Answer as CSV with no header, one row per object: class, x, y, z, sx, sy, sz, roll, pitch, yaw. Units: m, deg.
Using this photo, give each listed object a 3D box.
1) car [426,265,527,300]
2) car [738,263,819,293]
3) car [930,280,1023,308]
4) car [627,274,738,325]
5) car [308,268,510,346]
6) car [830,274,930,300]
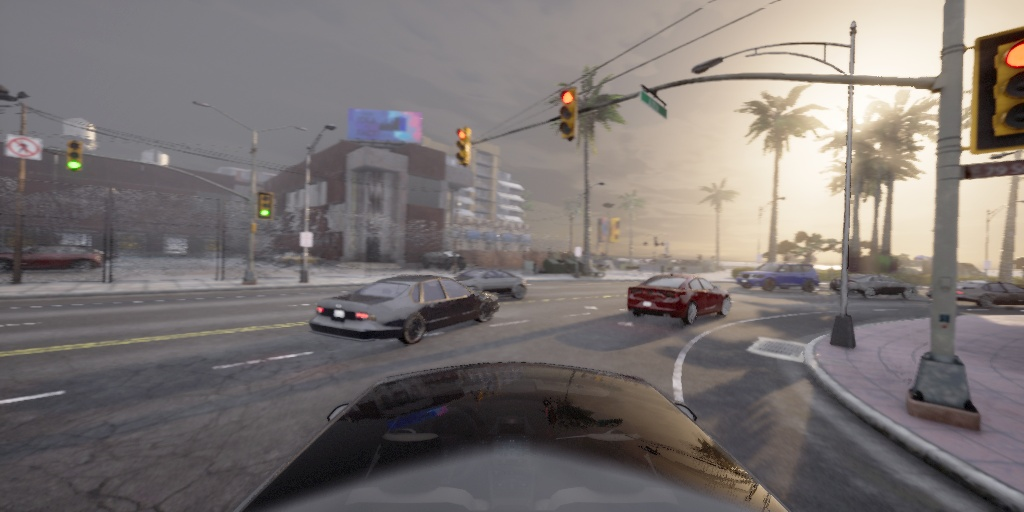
car,-1.307,1.233,15.863,4.181,1.385,1.994,2,0,-41
car,19.323,1.513,26.077,5.566,2.045,2.150,2,0,-10
car,26.208,2.074,19.742,5.357,1.411,2.033,2,0,-2
car,6.029,1.387,12.727,5.008,1.535,1.882,2,-1,-42
car,-2.267,1.205,9.256,2.033,1.411,5.357,2,0,26
car,23.017,1.909,22.835,4.902,1.511,2.128,2,0,-7
